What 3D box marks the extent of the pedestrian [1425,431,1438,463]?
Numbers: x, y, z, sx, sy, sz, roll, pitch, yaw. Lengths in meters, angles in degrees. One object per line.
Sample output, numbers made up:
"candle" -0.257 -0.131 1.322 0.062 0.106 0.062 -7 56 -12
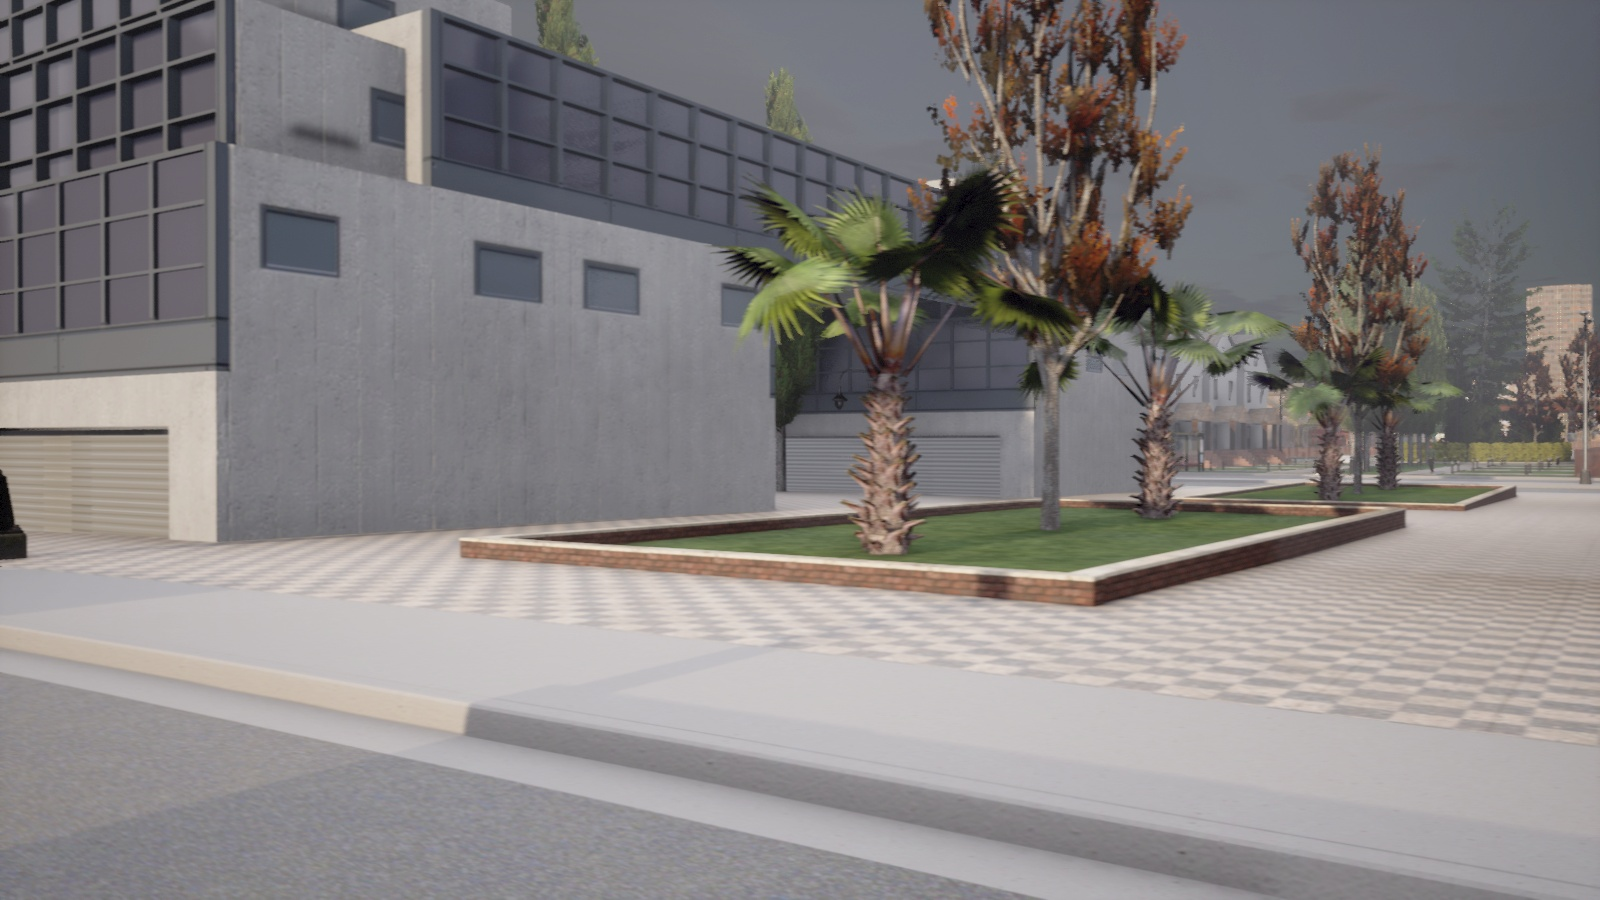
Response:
"pedestrian" 39.084 -0.163 77.665 0.788 1.949 0.423 -1 1 -41
